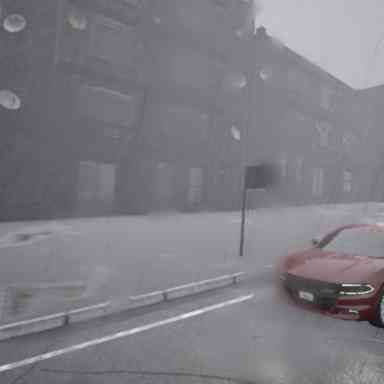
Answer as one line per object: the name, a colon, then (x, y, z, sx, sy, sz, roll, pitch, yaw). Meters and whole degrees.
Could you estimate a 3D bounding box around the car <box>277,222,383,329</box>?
car: (3.847, 1.424, 7.092, 5.008, 1.535, 1.882, -1, 1, -39)
